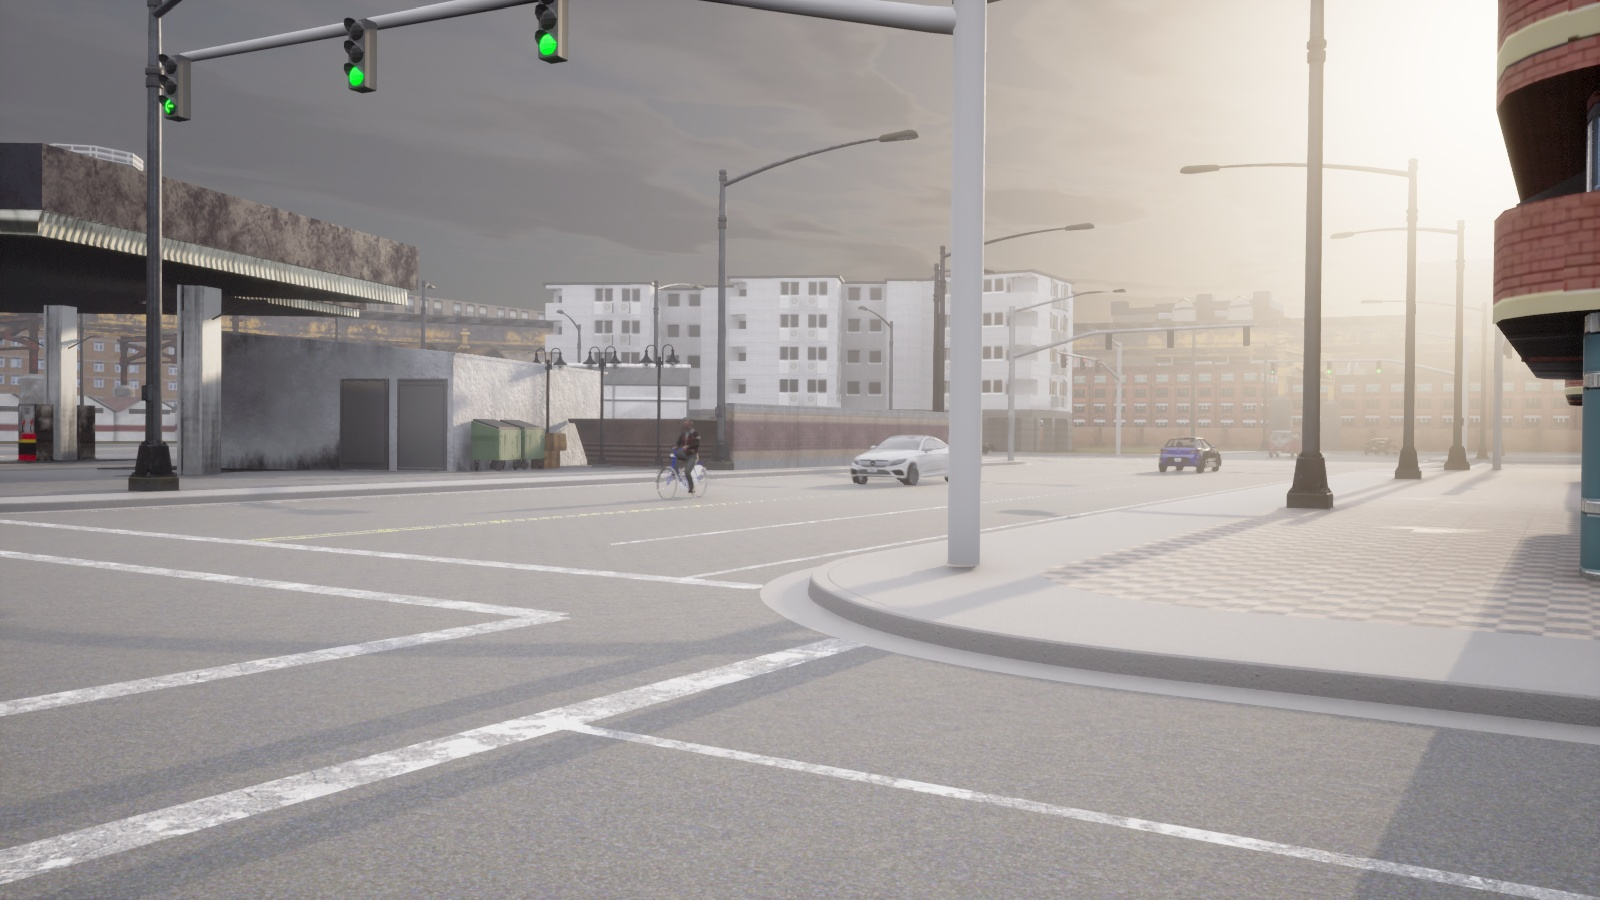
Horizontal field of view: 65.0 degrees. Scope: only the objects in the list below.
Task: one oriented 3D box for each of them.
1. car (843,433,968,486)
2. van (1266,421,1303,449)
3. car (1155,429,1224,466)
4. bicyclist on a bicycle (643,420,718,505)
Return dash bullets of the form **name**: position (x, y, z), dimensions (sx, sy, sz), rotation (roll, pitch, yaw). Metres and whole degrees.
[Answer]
- **car**: position (3.194, 0.222, 37.071), dimensions (1.812, 1.442, 4.674), rotation (0, 1, 31)
- **van**: position (35.150, -1.077, 91.047), dimensions (1.775, 1.987, 4.442), rotation (0, 1, 31)
- **car**: position (16.274, -0.116, 52.295), dimensions (1.816, 1.474, 4.193), rotation (0, 1, 31)
- **bicyclist on a bicycle**: position (-2.579, 0.252, 27.322), dimensions (0.659, 1.776, 1.843), rotation (0, 1, 31)
